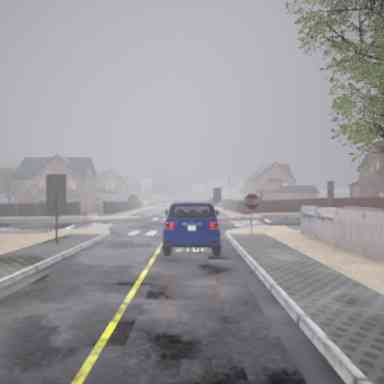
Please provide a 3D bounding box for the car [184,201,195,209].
[{"bbox_3d":[-0.502,2.485,64.380,1.895,1.301,4.718,0,-1,-1],"label":"car"}]

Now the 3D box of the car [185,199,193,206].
[{"bbox_3d":[-0.753,2.525,79.989,1.837,1.490,4.892,0,-1,-2],"label":"car"}]

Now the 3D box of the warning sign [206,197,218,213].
[{"bbox_3d":[2.394,1.605,40.380,1.300,1.860,1.060,2,1,-1],"label":"warning sign"}]

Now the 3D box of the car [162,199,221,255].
[{"bbox_3d":[-0.001,1.358,14.032,2.150,2.045,5.566,0,-1,0],"label":"car"}]
